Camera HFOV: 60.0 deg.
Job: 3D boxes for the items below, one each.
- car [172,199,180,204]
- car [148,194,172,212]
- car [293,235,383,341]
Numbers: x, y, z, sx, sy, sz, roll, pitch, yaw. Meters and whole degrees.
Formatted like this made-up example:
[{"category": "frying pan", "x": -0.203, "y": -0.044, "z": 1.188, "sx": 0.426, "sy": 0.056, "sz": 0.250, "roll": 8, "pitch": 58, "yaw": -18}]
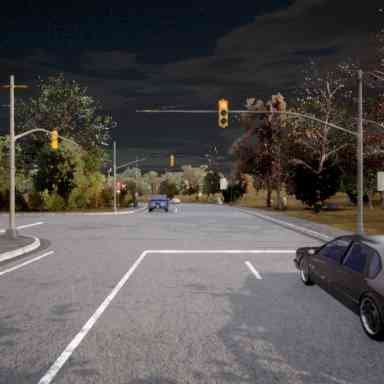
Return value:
[{"category": "car", "x": -4.416, "y": 2.361, "z": 83.277, "sx": 1.812, "sy": 1.442, "sz": 4.674, "roll": 0, "pitch": -1, "yaw": -22}, {"category": "car", "x": -3.792, "y": 1.252, "z": 38.513, "sx": 2.150, "sy": 2.045, "sz": 5.566, "roll": 0, "pitch": 0, "yaw": -2}, {"category": "car", "x": 3.610, "y": 1.547, "z": 6.425, "sx": 2.033, "sy": 1.411, "sz": 5.357, "roll": 0, "pitch": 0, "yaw": 0}]
